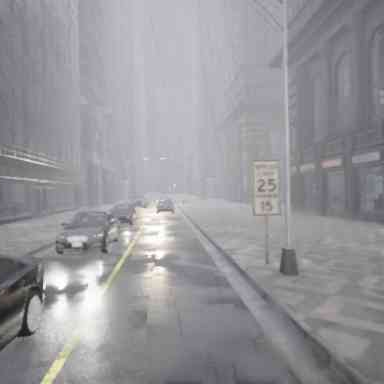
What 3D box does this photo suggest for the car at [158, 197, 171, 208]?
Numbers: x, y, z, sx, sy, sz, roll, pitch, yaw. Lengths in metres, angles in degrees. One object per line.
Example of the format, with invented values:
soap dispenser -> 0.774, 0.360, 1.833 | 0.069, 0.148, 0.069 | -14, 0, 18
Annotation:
car -> -3.985, 1.512, 49.018 | 1.812, 1.442, 4.674 | -1, 0, -4

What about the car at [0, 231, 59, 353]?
car -> -3.338, 1.537, 3.832 | 1.882, 1.535, 5.008 | -1, 0, -5

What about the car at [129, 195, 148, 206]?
car -> -6.153, 1.061, 38.379 | 2.097, 1.767, 4.553 | -1, 0, -5

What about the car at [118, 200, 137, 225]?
car -> -5.073, 1.612, 24.538 | 2.033, 1.411, 5.357 | -1, 0, -5

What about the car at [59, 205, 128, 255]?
car -> -4.193, 1.561, 13.977 | 2.128, 1.511, 4.902 | -1, 0, -5

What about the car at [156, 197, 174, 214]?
car -> -2.827, 1.548, 35.423 | 2.033, 1.411, 5.357 | -1, 0, -4
